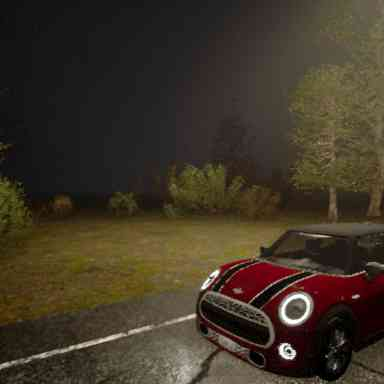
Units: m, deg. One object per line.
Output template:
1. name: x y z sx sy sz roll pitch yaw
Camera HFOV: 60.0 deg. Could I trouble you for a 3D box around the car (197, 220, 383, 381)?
1. car: 2.282 1.363 5.609 4.553 1.767 2.097 0 0 -35
